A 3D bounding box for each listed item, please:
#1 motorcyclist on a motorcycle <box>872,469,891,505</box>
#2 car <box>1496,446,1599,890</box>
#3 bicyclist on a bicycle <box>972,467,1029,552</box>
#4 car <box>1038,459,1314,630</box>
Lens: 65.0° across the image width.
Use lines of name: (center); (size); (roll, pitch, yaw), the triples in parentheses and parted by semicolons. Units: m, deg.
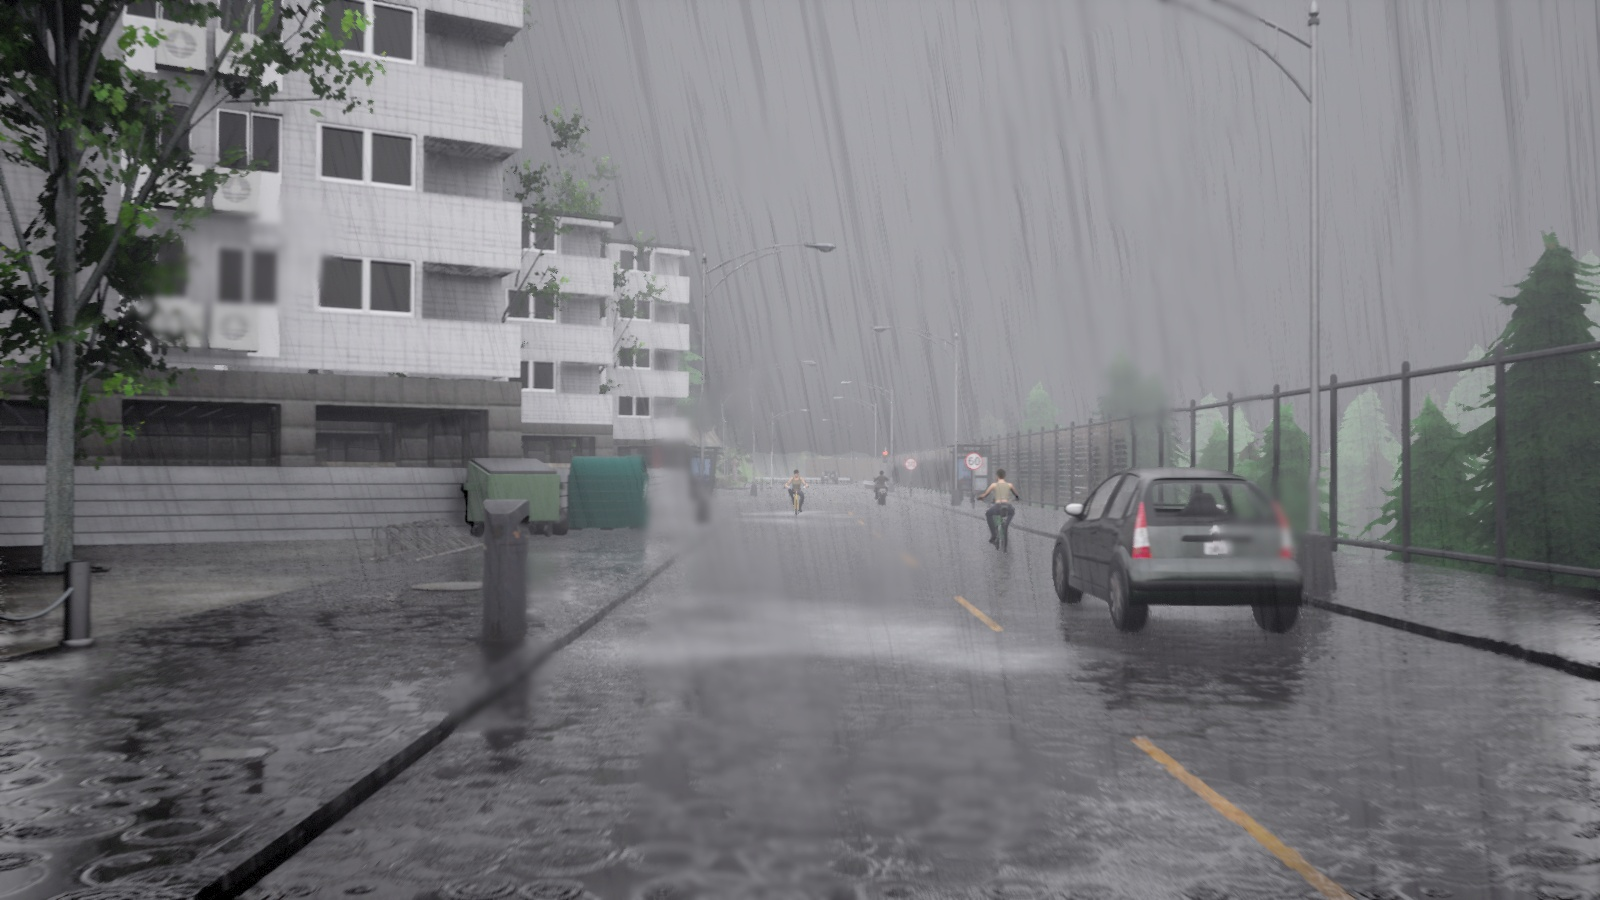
motorcyclist on a motorcycle: (3.846, 1.746, 59.503); (0.766, 1.649, 2.350); (0, -1, 0)
car: (3.990, 0.777, 2.909); (2.033, 1.649, 4.856); (0, -1, 0)
bicyclist on a bicycle: (3.930, 1.150, 24.753); (0.866, 1.612, 1.509); (0, -1, 0)
car: (3.962, 0.931, 13.959); (1.851, 1.617, 3.988); (0, -1, 0)
